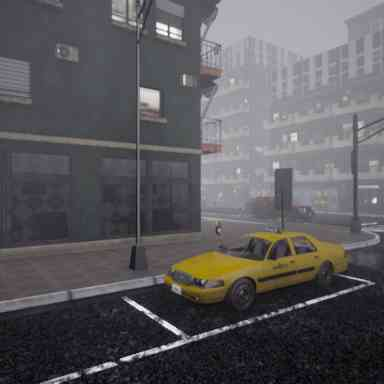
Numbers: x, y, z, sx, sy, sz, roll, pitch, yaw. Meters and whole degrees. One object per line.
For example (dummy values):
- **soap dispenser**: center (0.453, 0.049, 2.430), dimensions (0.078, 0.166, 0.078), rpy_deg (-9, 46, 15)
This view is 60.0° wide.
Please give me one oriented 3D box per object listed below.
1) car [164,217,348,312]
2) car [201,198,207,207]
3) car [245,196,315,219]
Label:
- **car**: center (1.679, 1.524, 7.704), dimensions (4.829, 1.417, 1.752), rpy_deg (0, 0, -35)
- **car**: center (0.516, 1.458, 48.776), dimensions (1.802, 1.307, 4.206), rpy_deg (0, 0, -35)
- **car**: center (6.826, 1.258, 25.454), dimensions (2.192, 1.841, 5.009), rpy_deg (0, 0, -35)
